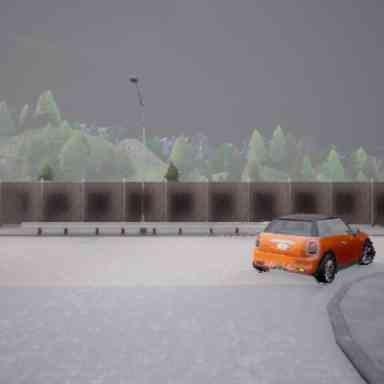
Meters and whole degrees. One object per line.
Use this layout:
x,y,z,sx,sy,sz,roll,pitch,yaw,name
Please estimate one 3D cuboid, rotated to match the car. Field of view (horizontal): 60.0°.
3.859,1.459,10.241,2.097,1.767,4.553,0,0,44,car
